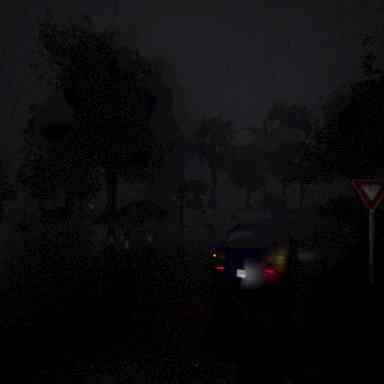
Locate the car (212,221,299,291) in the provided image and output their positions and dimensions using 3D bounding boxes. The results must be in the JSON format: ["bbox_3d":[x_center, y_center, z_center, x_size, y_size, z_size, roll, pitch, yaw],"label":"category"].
[{"bbox_3d":[1.844,1.525,9.054,1.812,1.442,4.674,0,0,19],"label":"car"}]

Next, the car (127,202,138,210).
[{"bbox_3d":[-5.894,1.596,42.334,4.718,1.301,1.895,0,0,2],"label":"car"}]
